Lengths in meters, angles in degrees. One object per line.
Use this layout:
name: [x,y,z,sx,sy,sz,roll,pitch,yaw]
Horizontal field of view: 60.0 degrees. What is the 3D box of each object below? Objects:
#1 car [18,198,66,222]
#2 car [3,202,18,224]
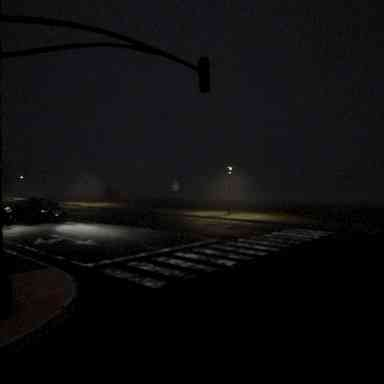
car: [-10.488,1.171,22.958,4.902,1.511,2.128,1,2,42]
car: [-13.073,1.062,20.913,4.553,1.767,2.097,1,1,42]
